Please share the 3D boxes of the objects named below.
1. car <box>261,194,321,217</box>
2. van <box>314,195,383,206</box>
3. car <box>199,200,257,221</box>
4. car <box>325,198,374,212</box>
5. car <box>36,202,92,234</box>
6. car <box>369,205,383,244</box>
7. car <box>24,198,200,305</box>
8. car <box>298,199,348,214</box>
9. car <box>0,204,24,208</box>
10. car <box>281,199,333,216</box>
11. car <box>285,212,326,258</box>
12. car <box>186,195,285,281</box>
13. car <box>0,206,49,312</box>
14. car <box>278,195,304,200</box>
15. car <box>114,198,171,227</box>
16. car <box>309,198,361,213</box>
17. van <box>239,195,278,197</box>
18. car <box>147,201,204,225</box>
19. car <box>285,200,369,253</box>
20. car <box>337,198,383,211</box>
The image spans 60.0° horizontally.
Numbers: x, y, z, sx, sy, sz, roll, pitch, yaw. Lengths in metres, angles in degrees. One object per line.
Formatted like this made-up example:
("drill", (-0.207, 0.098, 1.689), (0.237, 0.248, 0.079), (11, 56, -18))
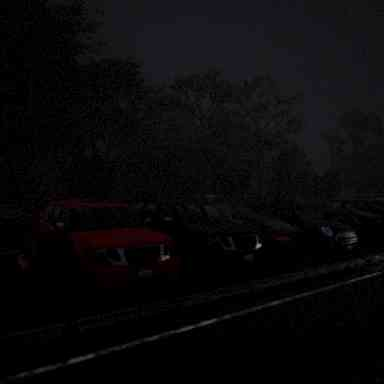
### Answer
("car", (9.886, 1.293, 33.675), (2.435, 2.045, 5.566), (0, 0, -36))
("van", (8.808, 1.295, 16.990), (1.878, 1.987, 4.442), (0, 0, -36))
("car", (2.992, 1.526, 28.998), (1.946, 1.575, 5.366), (0, 0, -36))
("car", (18.900, 1.525, 40.164), (2.097, 1.535, 5.008), (0, 0, -36))
("car", (-8.073, 1.490, 20.612), (1.946, 1.575, 5.366), (0, 0, -36))
("car", (6.601, 1.514, 15.256), (2.231, 1.521, 4.892), (0, 0, -36))
("car", (-2.500, 1.233, 8.707), (2.435, 2.045, 5.566), (0, 0, -36))
("car", (14.404, 1.574, 36.912), (2.163, 1.488, 4.792), (0, 0, -36))
("car", (-10.441, 1.487, 19.149), (2.231, 1.521, 4.892), (0, 0, -36))
("car", (12.108, 1.575, 35.338), (2.163, 1.488, 4.792), (0, 0, -36))
("car", (2.042, 1.539, 11.993), (2.002, 1.452, 4.674), (0, 0, -36))
("car", (-0.221, 1.241, 10.340), (2.435, 2.045, 5.566), (0, 0, -36))
("car", (-4.777, 1.352, 7.072), (2.185, 1.767, 4.553), (0, 0, -36))
("car", (7.596, 1.291, 32.104), (2.435, 2.045, 5.566), (0, 0, -36))
("car", (-3.688, 1.382, 24.021), (2.185, 1.767, 4.553), (0, 0, -36))
("car", (16.532, 1.531, 38.700), (1.946, 1.575, 5.366), (0, 0, -36))
("van", (5.288, 1.310, 30.558), (1.878, 1.987, 4.442), (0, 0, -36))
("car", (-1.396, 1.544, 25.590), (2.163, 1.488, 4.792), (0, 0, -36))
("car", (4.301, 1.381, 13.654), (2.185, 1.767, 4.553), (0, 0, -36))
("car", (21.159, 1.513, 41.781), (2.231, 1.521, 4.892), (0, 0, -36))
